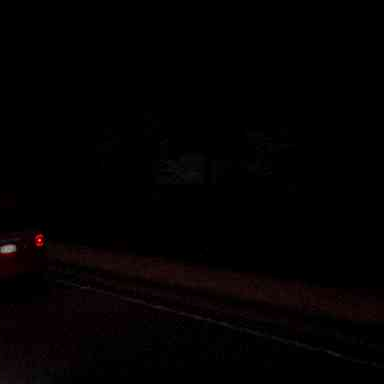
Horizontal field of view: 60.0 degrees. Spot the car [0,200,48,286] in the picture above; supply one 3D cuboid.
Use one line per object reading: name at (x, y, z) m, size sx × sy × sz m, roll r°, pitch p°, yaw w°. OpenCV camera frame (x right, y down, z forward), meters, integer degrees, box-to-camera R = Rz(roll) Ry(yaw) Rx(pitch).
car at (-5.811, 1.216, 8.136) m, size 5.566 × 2.045 × 2.150 m, roll 0°, pitch 0°, yaw 36°
